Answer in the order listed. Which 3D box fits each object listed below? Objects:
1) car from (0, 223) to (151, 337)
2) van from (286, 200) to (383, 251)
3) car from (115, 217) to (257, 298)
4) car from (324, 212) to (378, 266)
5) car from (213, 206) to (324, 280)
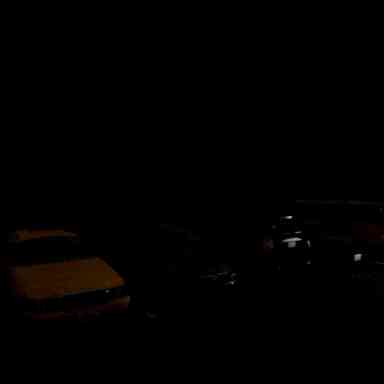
[{"bbox_3d":[-3.063,1.481,7.033,1.946,1.575,5.366,0,0,-35],"label":"car"},{"bbox_3d":[5.933,1.332,13.533,1.878,1.987,4.442,1,0,-35],"label":"van"},{"bbox_3d":[-0.921,1.496,8.795,2.231,1.521,4.892,0,0,-35],"label":"car"},{"bbox_3d":[3.620,1.563,11.990,2.163,1.488,4.792,1,0,-35],"label":"car"},{"bbox_3d":[1.364,1.387,10.379,2.185,1.767,4.553,0,0,-35],"label":"car"}]
